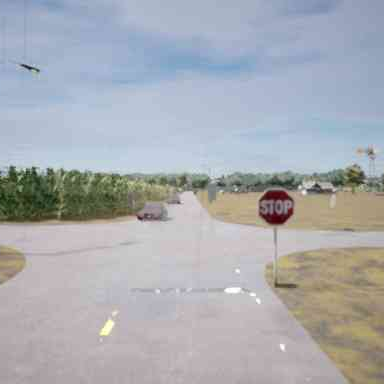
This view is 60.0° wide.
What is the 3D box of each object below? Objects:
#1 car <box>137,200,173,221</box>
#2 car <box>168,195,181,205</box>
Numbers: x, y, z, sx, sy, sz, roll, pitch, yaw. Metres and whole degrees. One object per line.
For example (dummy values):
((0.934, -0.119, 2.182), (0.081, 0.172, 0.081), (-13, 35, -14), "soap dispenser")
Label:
((-3.094, 1.633, 27.171), (1.994, 1.385, 4.181), (0, 1, 5), "car")
((-3.042, 1.288, 57.760), (2.097, 1.767, 4.553), (0, 0, 0), "car")
